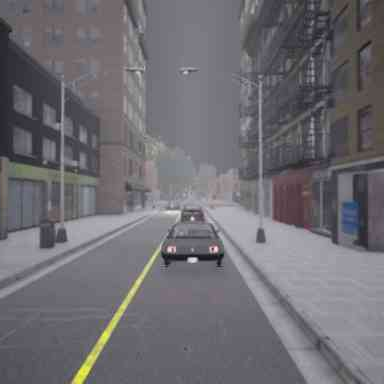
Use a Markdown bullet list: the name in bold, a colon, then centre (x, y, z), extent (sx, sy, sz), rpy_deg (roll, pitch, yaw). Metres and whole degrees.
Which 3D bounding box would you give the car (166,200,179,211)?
- **car**: centre (-2.780, 1.928, 49.240), extent (2.128, 1.511, 4.902), rpy_deg (0, -1, 1)

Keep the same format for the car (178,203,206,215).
- **car**: centre (0.057, 1.742, 27.448), extent (1.837, 1.490, 4.892), rpy_deg (0, 0, 1)

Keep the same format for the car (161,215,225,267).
- **car**: centre (0.046, 1.701, 11.823), extent (1.895, 1.301, 4.718), rpy_deg (0, 0, 1)
